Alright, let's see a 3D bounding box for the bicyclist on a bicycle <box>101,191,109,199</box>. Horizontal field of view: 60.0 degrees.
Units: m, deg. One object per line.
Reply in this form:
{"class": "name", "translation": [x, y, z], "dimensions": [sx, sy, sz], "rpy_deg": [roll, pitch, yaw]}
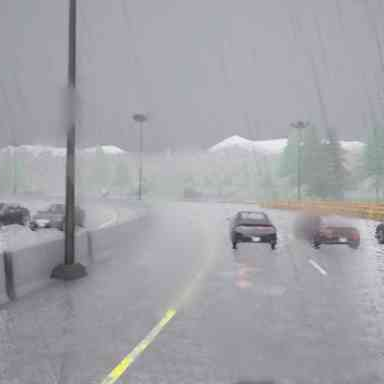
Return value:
{"class": "bicyclist on a bicycle", "translation": [-22.552, 0.790, 86.397], "dimensions": [0.582, 1.620, 1.656], "rpy_deg": [2, -23, 27]}

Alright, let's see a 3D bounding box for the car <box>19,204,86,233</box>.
{"class": "car", "translation": [-7.748, 1.462, 19.659], "dimensions": [2.128, 1.511, 4.902], "rpy_deg": [1, 0, 0]}

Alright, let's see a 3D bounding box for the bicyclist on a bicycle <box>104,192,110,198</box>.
{"class": "bicyclist on a bicycle", "translation": [-21.594, 0.809, 85.882], "dimensions": [0.582, 1.620, 1.656], "rpy_deg": [2, -20, 28]}

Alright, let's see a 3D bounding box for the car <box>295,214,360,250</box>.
{"class": "car", "translation": [6.186, 1.730, 15.559], "dimensions": [1.812, 1.442, 4.674], "rpy_deg": [1, 0, 4]}

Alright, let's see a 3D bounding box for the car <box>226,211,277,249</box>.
{"class": "car", "translation": [2.677, 1.639, 15.380], "dimensions": [2.128, 1.511, 4.902], "rpy_deg": [1, 0, 4]}

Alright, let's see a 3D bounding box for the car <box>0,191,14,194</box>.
{"class": "car", "translation": [-46.432, 0.545, 80.958], "dimensions": [4.718, 1.301, 1.895], "rpy_deg": [1, 0, 27]}

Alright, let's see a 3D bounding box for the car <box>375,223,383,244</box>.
{"class": "car", "translation": [9.720, 1.750, 14.336], "dimensions": [2.128, 1.511, 4.902], "rpy_deg": [1, 0, 6]}

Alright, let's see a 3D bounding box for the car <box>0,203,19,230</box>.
{"class": "car", "translation": [-11.244, 1.389, 19.323], "dimensions": [2.128, 1.511, 4.902], "rpy_deg": [1, 0, 1]}

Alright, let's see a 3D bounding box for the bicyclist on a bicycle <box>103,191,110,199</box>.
{"class": "bicyclist on a bicycle", "translation": [-22.097, 0.797, 86.157], "dimensions": [0.582, 1.620, 1.656], "rpy_deg": [0, -23, 26]}

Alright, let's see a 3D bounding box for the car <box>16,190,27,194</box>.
{"class": "car", "translation": [-44.824, 0.481, 84.067], "dimensions": [4.902, 1.511, 2.128], "rpy_deg": [1, 0, 27]}
